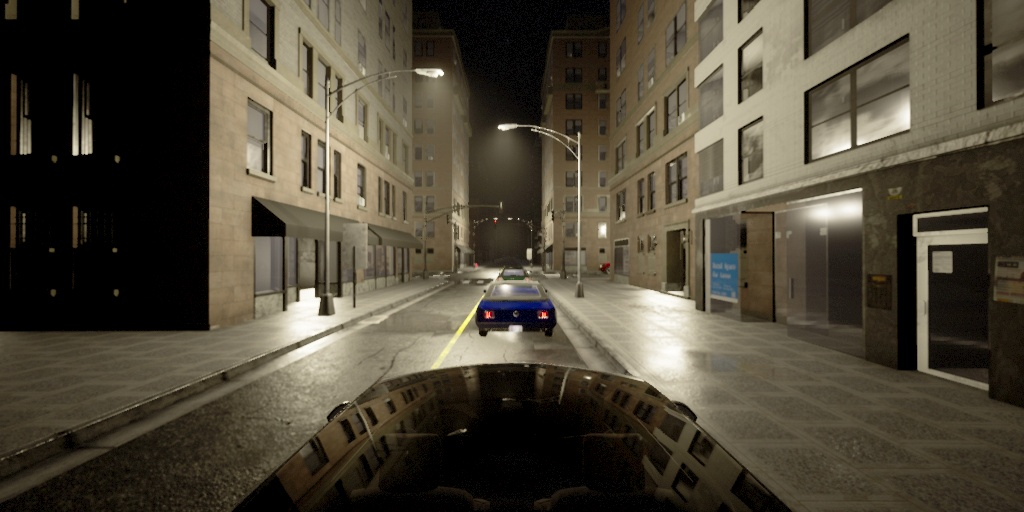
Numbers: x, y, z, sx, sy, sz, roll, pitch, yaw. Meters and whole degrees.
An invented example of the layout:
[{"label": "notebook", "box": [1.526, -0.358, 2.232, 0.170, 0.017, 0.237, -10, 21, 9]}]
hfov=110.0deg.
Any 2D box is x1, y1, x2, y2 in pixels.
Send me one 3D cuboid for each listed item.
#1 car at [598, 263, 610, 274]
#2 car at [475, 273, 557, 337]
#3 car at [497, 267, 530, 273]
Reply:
[{"label": "car", "box": [12.245, 1.093, 40.077, 5.009, 1.841, 2.192, 0, 0, 0]}, {"label": "car", "box": [0.097, 1.350, 10.288, 1.895, 1.301, 4.718, 0, 0, 0]}, {"label": "car", "box": [0.088, 1.317, 20.177, 1.994, 1.385, 4.181, 0, 0, 0]}]
